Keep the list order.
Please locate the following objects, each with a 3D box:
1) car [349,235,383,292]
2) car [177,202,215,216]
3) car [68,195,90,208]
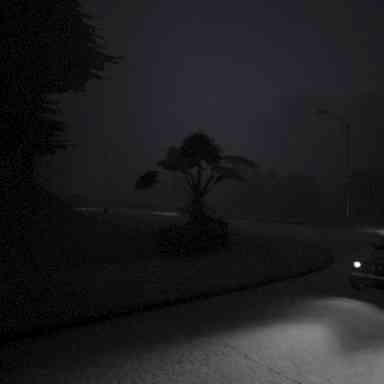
[{"bbox_3d":[5.646,1.717,8.437,1.895,1.301,4.718,0,0,43],"label":"car"},{"bbox_3d":[0.334,1.735,33.810,2.128,1.511,4.902,1,-1,-36],"label":"car"},{"bbox_3d":[-17.761,1.415,52.038,2.150,2.045,5.566,1,-1,-35],"label":"car"}]
